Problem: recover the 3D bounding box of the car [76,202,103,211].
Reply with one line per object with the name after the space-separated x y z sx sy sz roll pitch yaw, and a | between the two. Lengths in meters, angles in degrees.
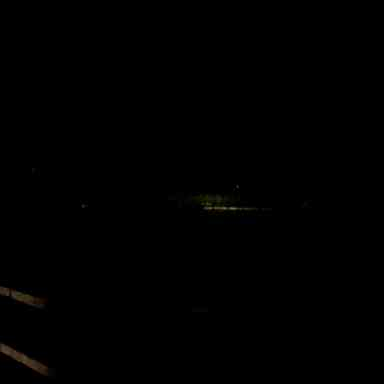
-18.088 2.486 58.656 2.097 1.767 4.553 1 -1 36 | car
